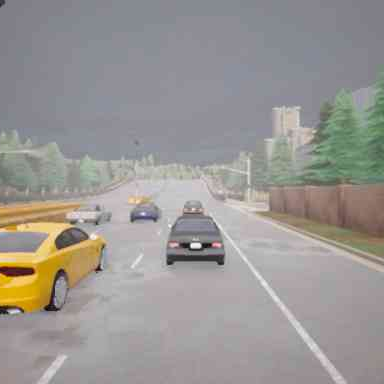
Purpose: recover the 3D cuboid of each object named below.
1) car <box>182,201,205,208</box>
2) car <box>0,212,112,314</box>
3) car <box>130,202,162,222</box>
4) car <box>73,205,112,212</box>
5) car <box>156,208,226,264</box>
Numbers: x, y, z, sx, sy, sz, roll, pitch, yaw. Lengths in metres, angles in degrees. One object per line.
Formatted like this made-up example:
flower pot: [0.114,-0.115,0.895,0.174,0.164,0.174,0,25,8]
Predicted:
car: [0.127,1.440,28.672,2.033,1.411,5.357,0,0,1]
car: [-3.399,1.449,7.663,1.882,1.535,5.008,0,0,0]
car: [-3.403,1.469,25.157,1.994,1.385,4.181,0,0,0]
car: [-6.897,1.515,22.893,1.895,1.301,4.718,0,0,0]
car: [0.101,1.504,11.643,2.033,1.411,5.357,0,0,0]
